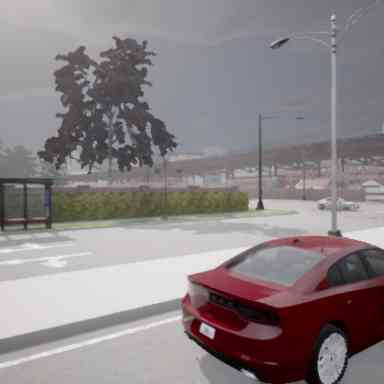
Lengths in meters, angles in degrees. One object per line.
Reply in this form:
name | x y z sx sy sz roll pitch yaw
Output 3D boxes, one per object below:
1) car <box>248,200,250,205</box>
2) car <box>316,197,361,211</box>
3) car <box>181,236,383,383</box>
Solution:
car | 6.608 1.261 49.764 2.128 1.511 4.902 0 0 -35
car | 15.965 1.299 36.511 1.812 1.442 4.674 0 0 -36
car | 2.192 1.446 5.310 5.008 1.535 1.882 0 0 -35
